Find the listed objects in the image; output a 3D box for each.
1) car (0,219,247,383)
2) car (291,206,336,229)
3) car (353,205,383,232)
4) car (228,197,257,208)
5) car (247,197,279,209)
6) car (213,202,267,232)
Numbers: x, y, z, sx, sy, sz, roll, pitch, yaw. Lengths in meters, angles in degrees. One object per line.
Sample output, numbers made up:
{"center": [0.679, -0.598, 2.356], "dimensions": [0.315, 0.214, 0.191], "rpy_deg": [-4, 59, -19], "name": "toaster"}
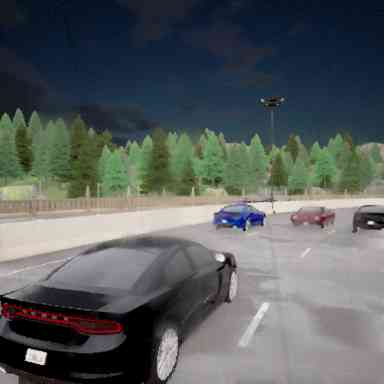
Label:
{"center": [-0.621, 1.477, 5.580], "dimensions": [1.882, 1.535, 5.008], "rpy_deg": [0, 0, 22], "name": "car"}
{"center": [8.115, 1.598, 21.907], "dimensions": [1.895, 1.301, 4.718], "rpy_deg": [0, 0, 33], "name": "car"}
{"center": [10.632, 1.475, 19.327], "dimensions": [1.882, 1.535, 5.008], "rpy_deg": [0, 0, 33], "name": "car"}
{"center": [7.443, 1.535, 48.670], "dimensions": [4.674, 1.442, 1.812], "rpy_deg": [0, 0, -45], "name": "car"}
{"center": [9.902, 1.518, 46.180], "dimensions": [5.008, 1.535, 1.882], "rpy_deg": [0, 0, -45], "name": "car"}
{"center": [3.069, 1.475, 20.474], "dimensions": [1.882, 1.535, 5.008], "rpy_deg": [0, 0, 31], "name": "car"}
